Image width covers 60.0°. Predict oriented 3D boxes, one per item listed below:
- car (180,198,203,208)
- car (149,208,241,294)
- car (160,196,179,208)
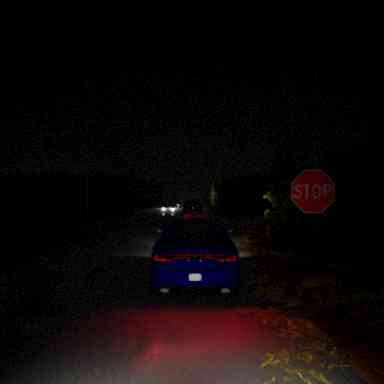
[{"bbox_3d":[0.101,1.370,35.338,2.128,1.511,4.902,0,0,0],"label":"car"},{"bbox_3d":[0.071,1.414,8.661,1.882,1.535,5.008,0,0,0],"label":"car"},{"bbox_3d":[-3.177,1.404,45.499,1.994,1.385,4.181,0,1,0],"label":"car"}]
